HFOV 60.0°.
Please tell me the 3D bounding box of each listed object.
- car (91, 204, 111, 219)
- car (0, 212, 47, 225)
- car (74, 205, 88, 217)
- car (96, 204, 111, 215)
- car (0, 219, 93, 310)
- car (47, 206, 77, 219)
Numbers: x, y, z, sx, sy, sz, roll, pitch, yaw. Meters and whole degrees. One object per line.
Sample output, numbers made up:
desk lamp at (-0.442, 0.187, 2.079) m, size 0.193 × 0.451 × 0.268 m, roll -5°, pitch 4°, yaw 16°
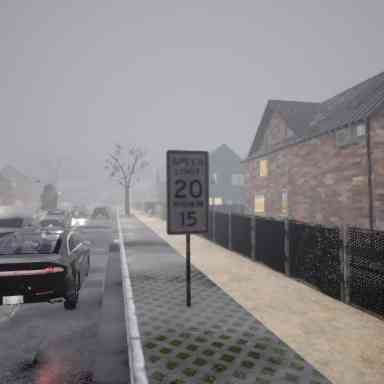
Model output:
car at (-10.315, 2.260, 37.739) m, size 1.837 × 1.490 × 4.892 m, roll 0°, pitch -1°, yaw -13°
car at (-7.981, 1.788, 14.641) m, size 1.837 × 1.490 × 4.892 m, roll 0°, pitch -2°, yaw -13°
car at (-13.999, 2.338, 41.253) m, size 2.128 × 1.511 × 4.902 m, roll 0°, pitch -1°, yaw -13°
car at (-12.663, 2.457, 47.760) m, size 1.882 × 1.535 × 5.008 m, roll 0°, pitch -1°, yaw -13°
car at (-3.509, 1.626, 7.893) m, size 2.128 × 1.511 × 4.902 m, roll 0°, pitch -1°, yaw -13°
car at (-10.641, 2.067, 26.235) m, size 2.033 × 1.411 × 5.357 m, roll 0°, pitch -1°, yaw -13°
